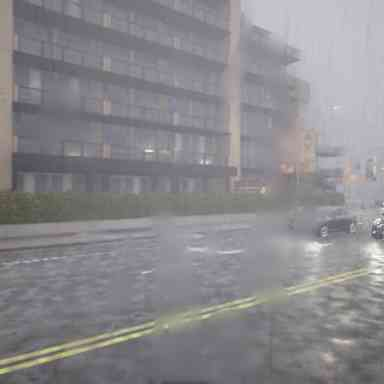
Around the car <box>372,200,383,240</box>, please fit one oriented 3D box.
[{"bbox_3d":[10.707,1.418,16.366,4.553,1.767,2.097,0,0,-40],"label":"car"}]

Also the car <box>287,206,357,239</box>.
[{"bbox_3d":[7.102,1.563,17.927,4.892,1.490,1.837,0,0,-38],"label":"car"}]

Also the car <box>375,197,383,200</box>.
[{"bbox_3d":[30.427,1.708,52.514,1.837,1.490,4.892,1,0,13],"label":"car"}]
